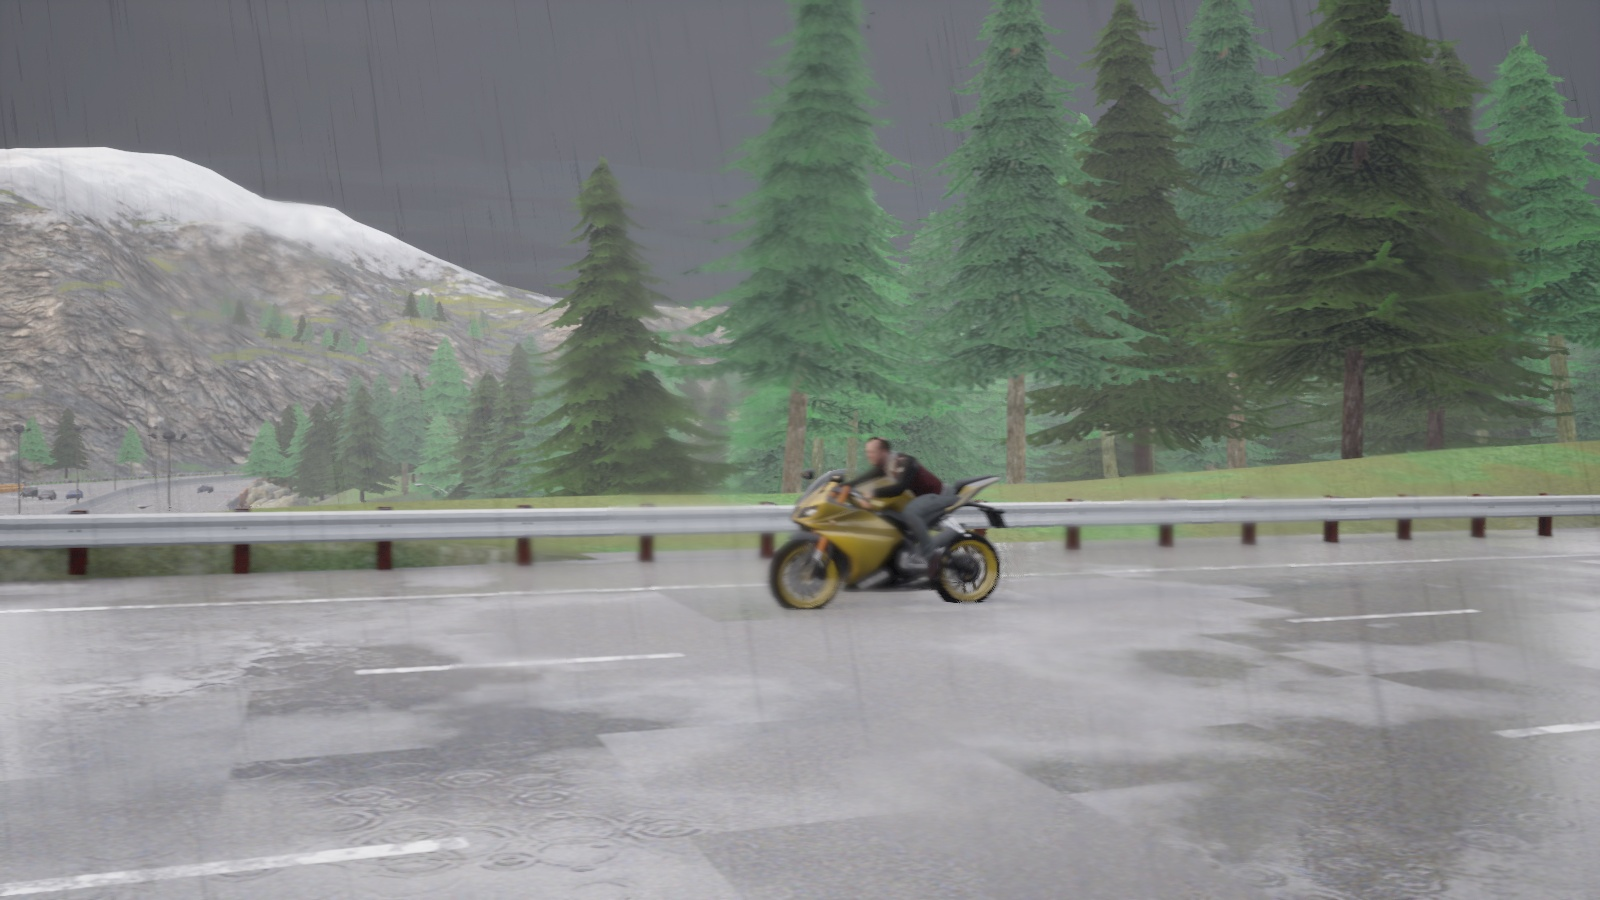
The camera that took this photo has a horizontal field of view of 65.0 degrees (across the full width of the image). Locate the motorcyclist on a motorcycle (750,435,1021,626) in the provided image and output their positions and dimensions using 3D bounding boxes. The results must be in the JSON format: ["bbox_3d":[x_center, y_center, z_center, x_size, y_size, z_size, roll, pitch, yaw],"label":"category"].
[{"bbox_3d":[0.750,0.646,11.011,2.191,1.530,0.866,-1,1,-21],"label":"motorcyclist on a motorcycle"}]
